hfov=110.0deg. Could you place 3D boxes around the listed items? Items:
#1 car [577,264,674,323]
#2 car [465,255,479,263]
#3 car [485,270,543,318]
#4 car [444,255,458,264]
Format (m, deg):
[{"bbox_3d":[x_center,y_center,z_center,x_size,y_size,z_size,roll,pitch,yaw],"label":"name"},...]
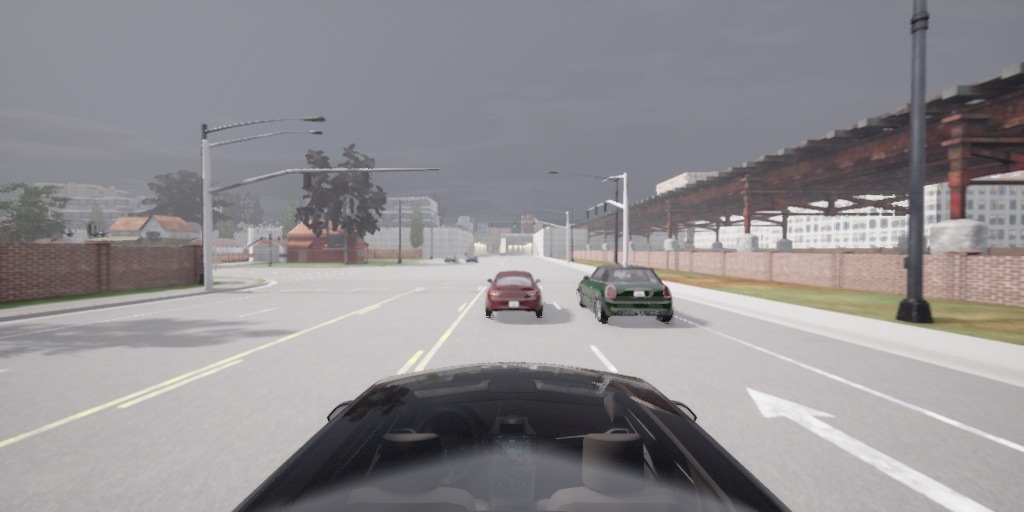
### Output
[{"bbox_3d":[3.567,1.060,12.126,2.097,1.767,4.553,0,0,0],"label":"car"},{"bbox_3d":[-7.017,0.567,63.332,1.994,1.385,4.181,0,1,1],"label":"car"},{"bbox_3d":[0.069,1.227,12.683,1.812,1.442,4.674,0,0,0],"label":"car"},{"bbox_3d":[-10.518,0.541,62.674,1.812,1.442,4.674,0,1,1],"label":"car"}]
